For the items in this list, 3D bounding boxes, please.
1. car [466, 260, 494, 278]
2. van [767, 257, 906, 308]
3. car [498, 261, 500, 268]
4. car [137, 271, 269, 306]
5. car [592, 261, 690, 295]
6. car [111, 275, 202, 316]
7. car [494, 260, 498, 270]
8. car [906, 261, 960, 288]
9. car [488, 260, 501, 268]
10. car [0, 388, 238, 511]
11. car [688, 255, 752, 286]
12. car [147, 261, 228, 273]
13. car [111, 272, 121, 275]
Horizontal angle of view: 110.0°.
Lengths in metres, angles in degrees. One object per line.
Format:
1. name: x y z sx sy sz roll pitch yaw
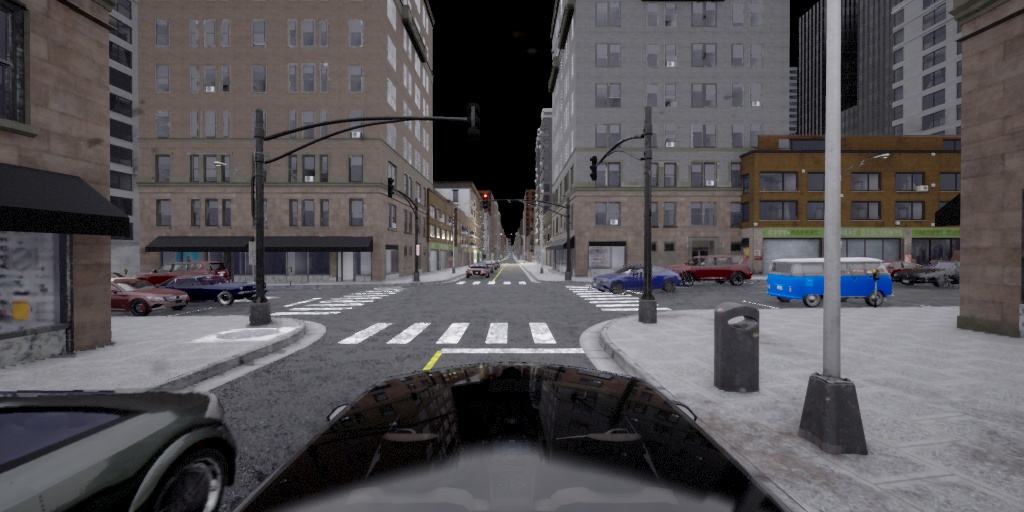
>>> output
1. car: -3.085 1.318 33.636 1.994 1.385 4.181 0 0 1
2. van: 12.118 0.957 13.761 3.998 1.789 1.690 0 0 0
3. car: -3.080 1.299 51.755 1.812 1.442 4.674 0 0 0
4. car: -13.954 1.517 16.360 4.718 1.301 1.895 -1 0 0
5. car: 6.556 1.180 18.869 4.674 1.442 1.812 -1 0 -10
6. car: -14.818 1.527 13.695 4.207 1.307 1.802 0 0 0
7. car: -3.092 1.253 42.622 2.128 1.511 4.902 0 0 0
8. car: 24.247 0.973 19.648 5.357 1.411 2.033 -1 0 0
9. car: -3.055 1.352 61.800 1.994 1.385 4.181 0 0 1
10. car: -3.101 1.314 1.010 1.994 1.385 4.181 0 0 0
11. car: 12.097 0.871 22.286 5.009 1.841 2.192 0 0 0
12. car: -20.344 1.269 22.207 5.009 1.841 2.192 0 0 0
13. car: -26.019 1.550 22.193 4.829 1.417 1.751 0 0 0
